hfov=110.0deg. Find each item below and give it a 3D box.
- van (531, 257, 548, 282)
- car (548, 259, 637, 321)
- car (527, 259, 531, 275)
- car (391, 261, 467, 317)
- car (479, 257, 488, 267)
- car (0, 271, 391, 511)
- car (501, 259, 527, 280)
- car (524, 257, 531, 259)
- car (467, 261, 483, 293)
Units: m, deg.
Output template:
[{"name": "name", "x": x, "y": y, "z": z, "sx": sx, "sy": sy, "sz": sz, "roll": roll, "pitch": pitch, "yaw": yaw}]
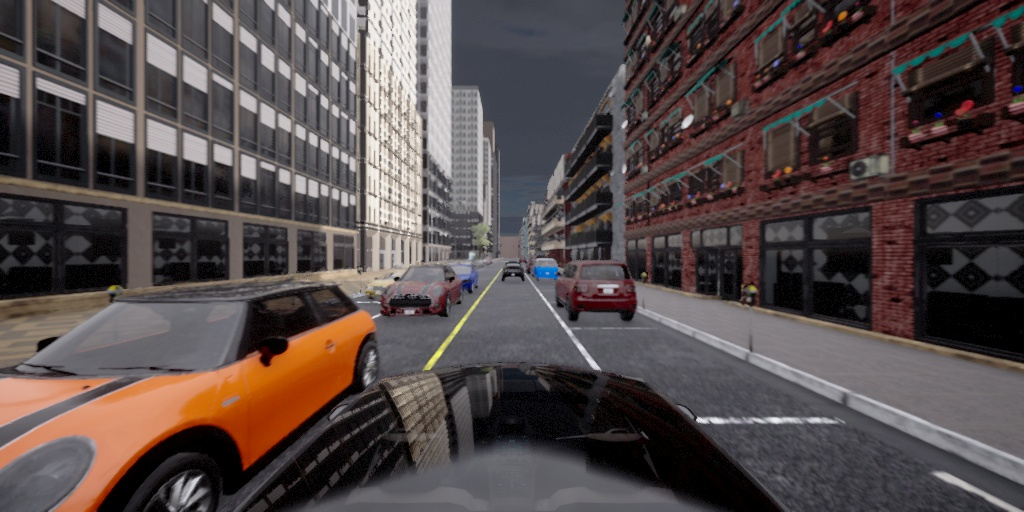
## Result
[{"name": "van", "x": 2.680, "y": 1.087, "z": 29.052, "sx": 1.690, "sy": 1.789, "sz": 3.998, "roll": 0, "pitch": 0, "yaw": 0}, {"name": "car", "x": 2.686, "y": 1.063, "z": 12.400, "sx": 2.192, "sy": 1.841, "sz": 5.009, "roll": 0, "pitch": 0, "yaw": 0}, {"name": "car", "x": 2.679, "y": 1.297, "z": 34.602, "sx": 2.007, "sy": 1.370, "sz": 4.403, "roll": 0, "pitch": 0, "yaw": 0}, {"name": "car", "x": -3.084, "y": 1.100, "z": 13.064, "sx": 2.097, "sy": 1.767, "sz": 4.553, "roll": 0, "pitch": 0, "yaw": 0}, {"name": "car", "x": -5.711, "y": 1.303, "z": 62.353, "sx": 2.007, "sy": 1.370, "sz": 4.403, "roll": 0, "pitch": 0, "yaw": 0}, {"name": "car", "x": -3.087, "y": 1.101, "z": 3.610, "sx": 2.097, "sy": 1.767, "sz": 4.553, "roll": 0, "pitch": 0, "yaw": 0}, {"name": "car", "x": 0.089, "y": 1.250, "z": 30.871, "sx": 1.837, "sy": 1.490, "sz": 4.892, "roll": 0, "pitch": 0, "yaw": 0}, {"name": "car", "x": 2.677, "y": 1.062, "z": 40.153, "sx": 2.192, "sy": 1.841, "sz": 5.009, "roll": 0, "pitch": 0, "yaw": 0}, {"name": "car", "x": -3.007, "y": 1.224, "z": 20.797, "sx": 1.882, "sy": 1.535, "sz": 5.008, "roll": 0, "pitch": 0, "yaw": 0}]
